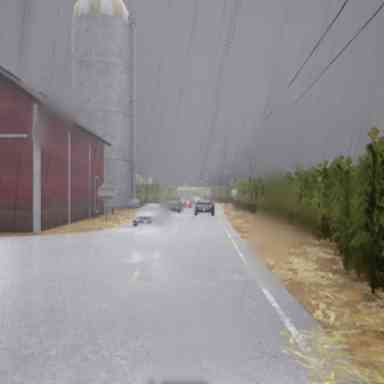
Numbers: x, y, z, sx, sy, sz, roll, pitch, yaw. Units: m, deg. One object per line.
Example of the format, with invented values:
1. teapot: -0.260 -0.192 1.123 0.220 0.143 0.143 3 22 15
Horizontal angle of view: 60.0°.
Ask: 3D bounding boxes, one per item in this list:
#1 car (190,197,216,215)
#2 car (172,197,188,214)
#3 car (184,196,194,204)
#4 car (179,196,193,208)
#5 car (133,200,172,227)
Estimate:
1. car: 1.310 1.468 33.257 2.128 1.511 4.902 0 0 4
2. car: -1.970 1.523 35.192 2.033 1.411 5.357 0 0 4
3. car: -0.531 1.485 62.325 1.837 1.490 4.892 0 0 -1
4. car: -1.199 1.319 45.965 2.097 1.767 4.553 0 0 4
5. car: -2.718 1.510 22.600 1.812 1.442 4.674 0 0 3
